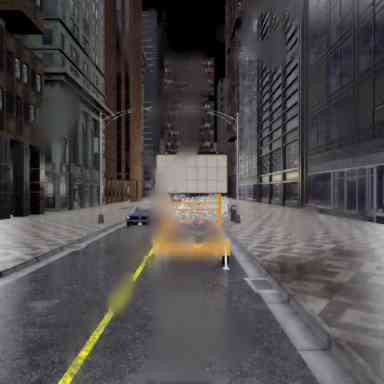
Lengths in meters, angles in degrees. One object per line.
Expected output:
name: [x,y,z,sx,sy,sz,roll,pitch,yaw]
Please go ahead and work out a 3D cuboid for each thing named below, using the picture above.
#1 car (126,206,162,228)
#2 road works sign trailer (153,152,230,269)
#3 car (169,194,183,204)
car: [-3.124,1.600,22.179,1.895,1.301,4.718,0,0,0]
road works sign trailer: [-0.007,0.464,11.069,2.380,3.560,2.880,0,0,0]
car: [-3.129,1.527,62.729,1.812,1.442,4.674,0,0,0]
